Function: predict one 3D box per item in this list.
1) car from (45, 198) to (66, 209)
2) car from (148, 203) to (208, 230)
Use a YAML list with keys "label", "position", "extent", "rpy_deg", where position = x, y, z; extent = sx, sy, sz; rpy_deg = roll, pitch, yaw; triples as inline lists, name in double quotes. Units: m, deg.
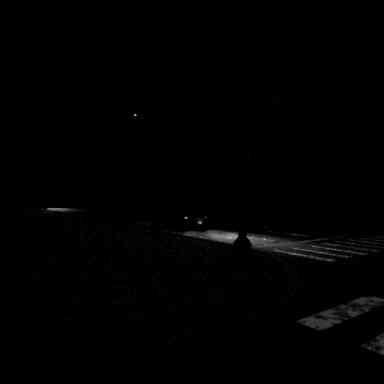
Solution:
- label: "car"
  position: [-18.554, 1.534, 45.211]
  extent: [1.994, 1.385, 4.181]
  rpy_deg: [1, 0, -36]
- label: "car"
  position: [-0.958, 1.448, 20.658]
  extent: [2.128, 1.511, 4.902]
  rpy_deg: [1, 0, -36]
